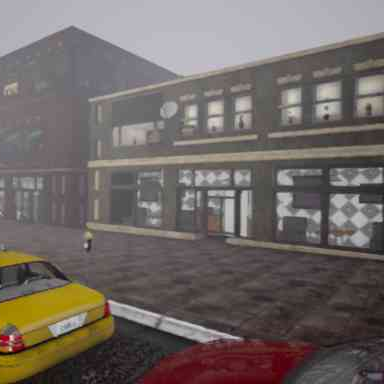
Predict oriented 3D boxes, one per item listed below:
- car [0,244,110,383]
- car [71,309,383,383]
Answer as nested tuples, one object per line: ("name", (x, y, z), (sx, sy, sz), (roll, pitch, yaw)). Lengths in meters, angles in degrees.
("car", (-3.324, 1.512, 5.229), (4.829, 1.417, 1.752), (0, 1, 36))
("car", (1.410, 1.583, 1.855), (4.206, 1.307, 1.802), (0, 1, 36))
